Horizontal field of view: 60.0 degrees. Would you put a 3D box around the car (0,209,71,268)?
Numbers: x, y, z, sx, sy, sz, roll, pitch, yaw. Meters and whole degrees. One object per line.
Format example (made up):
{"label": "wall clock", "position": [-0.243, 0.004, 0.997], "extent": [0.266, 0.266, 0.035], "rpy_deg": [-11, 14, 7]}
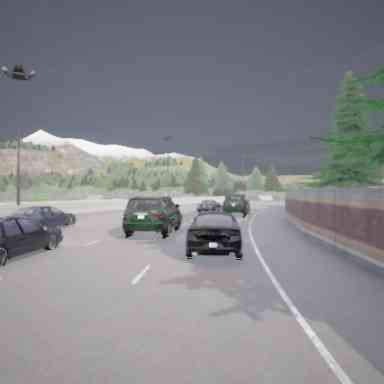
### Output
{"label": "car", "position": [-6.326, 1.528, 11.083], "extent": [2.033, 1.411, 5.357], "rpy_deg": [0, 0, 5]}

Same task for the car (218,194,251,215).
{"label": "car", "position": [4.248, 1.223, 31.444], "extent": [2.150, 2.045, 5.566], "rpy_deg": [0, 0, 14]}

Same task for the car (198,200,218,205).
{"label": "car", "position": [1.930, 1.542, 36.204], "extent": [2.033, 1.411, 5.357], "rpy_deg": [0, 0, 16]}

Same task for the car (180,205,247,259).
{"label": "car", "position": [0.888, 1.476, 12.656], "extent": [1.882, 1.535, 5.008], "rpy_deg": [0, 0, 6]}

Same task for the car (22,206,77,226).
{"label": "car", "position": [-8.841, 1.520, 19.547], "extent": [2.033, 1.411, 5.357], "rpy_deg": [0, 0, 8]}

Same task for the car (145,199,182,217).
{"label": "car", "position": [-2.672, 1.475, 32.479], "extent": [2.128, 1.511, 4.902], "rpy_deg": [0, 0, 14]}

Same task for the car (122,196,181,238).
{"label": "car", "position": [-1.978, 1.214, 17.814], "extent": [2.150, 2.045, 5.566], "rpy_deg": [0, 0, 8]}
